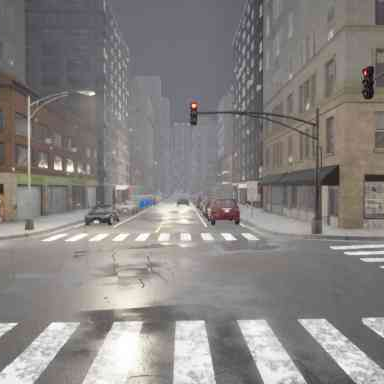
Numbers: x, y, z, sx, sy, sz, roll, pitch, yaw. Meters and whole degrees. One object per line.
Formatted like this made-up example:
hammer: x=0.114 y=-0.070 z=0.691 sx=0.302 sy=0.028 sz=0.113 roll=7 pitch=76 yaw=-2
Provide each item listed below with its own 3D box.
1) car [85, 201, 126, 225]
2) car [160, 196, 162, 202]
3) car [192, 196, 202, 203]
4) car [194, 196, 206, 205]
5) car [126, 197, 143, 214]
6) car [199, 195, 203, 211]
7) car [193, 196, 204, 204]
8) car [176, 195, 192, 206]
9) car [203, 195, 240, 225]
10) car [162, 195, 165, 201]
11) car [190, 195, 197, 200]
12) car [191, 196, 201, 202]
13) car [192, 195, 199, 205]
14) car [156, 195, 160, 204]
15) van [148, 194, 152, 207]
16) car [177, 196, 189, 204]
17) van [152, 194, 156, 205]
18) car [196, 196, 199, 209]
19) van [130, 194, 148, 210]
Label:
car: x=-6.305 y=1.569 z=23.859 sx=1.947 sy=1.339 sz=4.313 roll=-1 pitch=0 yaw=-2
car: x=-7.382 y=1.433 z=62.945 sx=1.967 sy=1.590 sz=4.097 roll=-1 pitch=0 yaw=-2
car: x=0.999 y=1.556 z=68.763 sx=1.947 sy=1.339 sz=4.313 roll=-1 pitch=0 yaw=-2
car: x=1.298 y=1.521 z=57.766 sx=1.752 sy=1.417 sz=4.829 roll=-1 pitch=0 yaw=-2
car: x=-6.608 y=1.528 z=34.856 sx=1.752 sy=1.417 sz=4.829 roll=-1 pitch=0 yaw=-2
car: x=2.063 y=1.318 z=29.677 sx=2.192 sy=1.841 sz=5.009 roll=-1 pitch=0 yaw=-2
car: x=1.151 y=1.559 z=63.179 sx=1.947 sy=1.339 sz=4.313 roll=-1 pitch=0 yaw=-2
car: x=-1.440 y=1.503 z=53.438 sx=1.837 sy=1.490 sz=4.892 roll=0 pitch=0 yaw=-2
car: x=2.215 y=1.318 z=24.092 sx=2.192 sy=1.841 sz=5.009 roll=-1 pitch=0 yaw=-2
car: x=-7.689 y=1.427 z=74.111 sx=1.967 sy=1.590 sz=4.097 roll=-1 pitch=0 yaw=-2
car: x=0.389 y=1.524 z=91.098 sx=2.008 sy=1.369 sz=4.403 roll=-1 pitch=0 yaw=-2
car: x=0.846 y=1.538 z=74.347 sx=2.008 sy=1.369 sz=4.403 roll=-1 pitch=0 yaw=-2
car: x=1.605 y=1.316 z=46.428 sx=2.192 sy=1.841 sz=5.009 roll=-1 pitch=0 yaw=-2
car: x=-7.230 y=1.311 z=57.361 sx=2.192 sy=1.841 sz=5.009 roll=-1 pitch=0 yaw=-2
van: x=-6.922 y=1.342 z=46.194 sx=1.690 sy=1.788 sz=3.998 roll=-1 pitch=0 yaw=-2
car: x=-1.727 y=1.540 z=63.856 sx=2.033 sy=1.411 sz=5.357 roll=0 pitch=0 yaw=-2
van: x=-7.076 y=1.340 z=51.777 sx=1.690 sy=1.788 sz=3.998 roll=-1 pitch=0 yaw=-2
car: x=1.756 y=1.527 z=41.014 sx=1.752 sy=1.417 sz=4.829 roll=-1 pitch=0 yaw=-2
van: x=-6.768 y=1.343 z=40.609 sx=1.690 sy=1.788 sz=3.998 roll=-1 pitch=0 yaw=-2
